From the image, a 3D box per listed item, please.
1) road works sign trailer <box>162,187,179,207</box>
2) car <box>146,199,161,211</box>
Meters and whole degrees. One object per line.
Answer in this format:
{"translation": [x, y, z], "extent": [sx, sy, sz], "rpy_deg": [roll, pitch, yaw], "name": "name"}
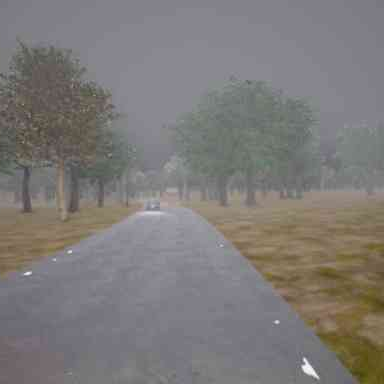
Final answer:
{"translation": [-3.549, 0.850, 58.947], "extent": [2.380, 3.560, 2.880], "rpy_deg": [0, -1, -7], "name": "road works sign trailer"}
{"translation": [-5.174, 1.731, 44.481], "extent": [2.128, 1.511, 4.902], "rpy_deg": [0, -1, -5], "name": "car"}
